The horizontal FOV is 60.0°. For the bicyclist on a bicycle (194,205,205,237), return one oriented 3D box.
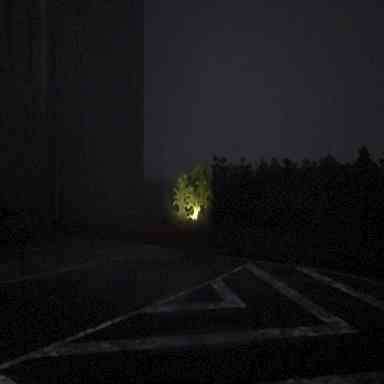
[{"bbox_3d":[0.554,1.460,16.007,0.582,1.620,1.656,-1,4,-37],"label":"bicyclist on a bicycle"}]

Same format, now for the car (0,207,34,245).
[{"bbox_3d":[-8.485,1.392,13.028,1.851,1.617,3.988,0,0,35],"label":"car"}]
